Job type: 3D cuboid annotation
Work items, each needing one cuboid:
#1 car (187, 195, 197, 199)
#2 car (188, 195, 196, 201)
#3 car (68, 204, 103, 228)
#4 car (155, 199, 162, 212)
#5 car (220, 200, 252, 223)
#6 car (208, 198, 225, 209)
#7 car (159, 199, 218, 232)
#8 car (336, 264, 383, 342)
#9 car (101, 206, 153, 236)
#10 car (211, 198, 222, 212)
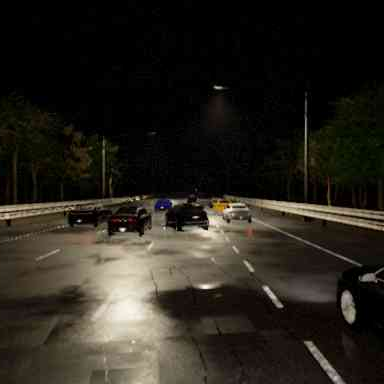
[{"bbox_3d":[0.064,1.588,65.636,1.812,1.442,4.674,0,0,0],"label":"car"},{"bbox_3d":[-0.015,1.539,84.842,2.033,1.411,5.357,0,0,0],"label":"car"},{"bbox_3d":[-6.904,1.569,22.855,2.128,1.511,4.902,0,0,0],"label":"car"},{"bbox_3d":[-3.408,1.601,40.378,1.882,1.535,5.008,0,0,0],"label":"car"},{"bbox_3d":[3.495,1.612,26.071,1.812,1.442,4.674,0,0,0],"label":"car"},{"bbox_3d":[3.491,1.622,48.097,2.163,1.488,4.792,0,0,0],"label":"car"},{"bbox_3d":[-0.392,1.502,20.973,2.033,1.649,4.856,-2,1,-17],"label":"car"},{"bbox_3d":[3.499,1.519,4.071,1.837,1.490,4.892,0,0,0],"label":"car"},{"bbox_3d":[-3.403,1.570,18.725,1.837,1.490,4.892,0,0,0],"label":"car"},{"bbox_3d":[3.493,1.596,37.070,1.882,1.535,5.008,0,0,0],"label":"car"}]
